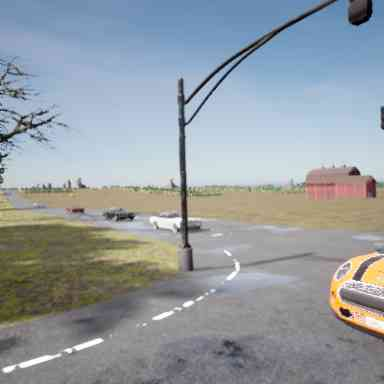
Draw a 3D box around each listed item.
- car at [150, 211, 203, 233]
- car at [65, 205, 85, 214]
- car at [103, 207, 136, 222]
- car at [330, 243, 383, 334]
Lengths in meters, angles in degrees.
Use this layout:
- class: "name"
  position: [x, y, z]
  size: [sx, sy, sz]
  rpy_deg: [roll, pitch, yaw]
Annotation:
- class: "car"
  position: [-1.195, 2.064, 23.768]
  size: [1.895, 1.301, 4.718]
  rpy_deg: [-2, 0, -33]
- class: "car"
  position: [-17.268, 2.568, 49.096]
  size: [1.895, 1.301, 4.718]
  rpy_deg: [-2, 0, -32]
- class: "car"
  position: [-7.353, 2.224, 33.441]
  size: [1.895, 1.301, 4.718]
  rpy_deg: [-2, 0, -33]
- class: "car"
  position: [4.712, 1.427, 6.181]
  size: [4.553, 1.767, 2.097]
  rpy_deg: [1, -1, -30]
